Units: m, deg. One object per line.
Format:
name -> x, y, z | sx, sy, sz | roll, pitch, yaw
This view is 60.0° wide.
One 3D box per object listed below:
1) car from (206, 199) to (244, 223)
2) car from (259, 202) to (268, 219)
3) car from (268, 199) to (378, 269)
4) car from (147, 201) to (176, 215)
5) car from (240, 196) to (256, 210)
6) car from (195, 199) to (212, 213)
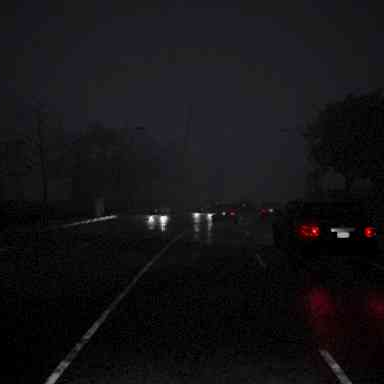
car -> 2.674, 1.558, 25.686 | 2.033, 1.411, 5.357 | 0, 0, 10
car -> 7.018, 1.572, 29.584 | 2.033, 1.411, 5.357 | 0, 0, 12
car -> 4.228, 1.233, 11.466 | 2.150, 2.045, 5.566 | 0, 0, 5
car -> -2.976, 1.555, 33.569 | 1.994, 1.385, 4.181 | 0, 0, 13
car -> 6.927, 1.589, 42.524 | 1.994, 1.385, 4.181 | 0, 0, 17
car -> 1.630, 1.531, 37.597 | 1.812, 1.442, 4.674 | 0, 0, 15
